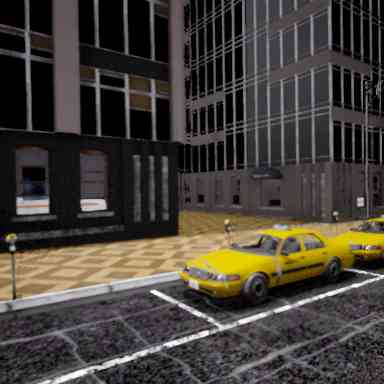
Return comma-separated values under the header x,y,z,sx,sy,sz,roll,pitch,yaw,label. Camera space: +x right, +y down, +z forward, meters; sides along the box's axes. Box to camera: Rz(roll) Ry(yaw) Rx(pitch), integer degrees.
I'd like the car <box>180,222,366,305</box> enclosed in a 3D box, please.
x,y,z,sx,sy,sz,roll,pitch,yaw,label
2.001,1.496,8.000,4.829,1.417,1.752,0,-1,-35,car

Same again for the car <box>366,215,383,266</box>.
x,y,z,sx,sy,sz,roll,pitch,yaw,label
6.507,1.470,11.213,4.829,1.417,1.752,0,-1,-35,car
